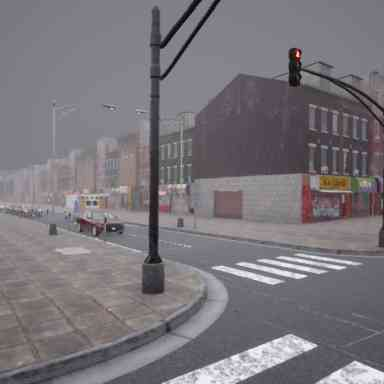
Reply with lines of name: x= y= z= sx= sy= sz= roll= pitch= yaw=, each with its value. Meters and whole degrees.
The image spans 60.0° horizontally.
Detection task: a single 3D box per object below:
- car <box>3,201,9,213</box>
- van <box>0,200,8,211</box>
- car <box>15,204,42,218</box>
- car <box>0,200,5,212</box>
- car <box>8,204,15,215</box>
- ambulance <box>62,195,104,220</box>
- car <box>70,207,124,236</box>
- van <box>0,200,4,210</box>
car: x=-25.221 y=2.390 z=47.435 sx=1.947 sy=1.339 sz=4.313 roll=0 pitch=-1 yaw=-36
van: x=-34.971 y=2.430 z=60.881 sx=1.690 sy=1.788 sz=3.998 roll=0 pitch=-1 yaw=-36
car: x=-18.725 y=2.088 z=38.475 sx=1.967 sy=1.590 sz=4.097 roll=0 pitch=-1 yaw=-36
car: x=-31.620 y=2.524 z=56.260 sx=1.752 sy=1.417 sz=4.829 roll=0 pitch=-1 yaw=-36
car: x=-21.972 y=2.302 z=42.954 sx=1.947 sy=1.339 sz=4.313 roll=0 pitch=-1 yaw=-36
ambulance: x=-10.548 y=1.549 z=31.722 sx=2.351 sy=2.431 sz=6.366 roll=1 pitch=-1 yaw=-36
car: x=-5.729 y=1.850 z=20.551 sx=1.887 sy=1.381 sz=4.507 roll=0 pitch=-1 yaw=-36
van: x=-38.220 y=2.517 z=65.362 sx=1.690 sy=1.788 sz=3.998 roll=0 pitch=-1 yaw=-36
